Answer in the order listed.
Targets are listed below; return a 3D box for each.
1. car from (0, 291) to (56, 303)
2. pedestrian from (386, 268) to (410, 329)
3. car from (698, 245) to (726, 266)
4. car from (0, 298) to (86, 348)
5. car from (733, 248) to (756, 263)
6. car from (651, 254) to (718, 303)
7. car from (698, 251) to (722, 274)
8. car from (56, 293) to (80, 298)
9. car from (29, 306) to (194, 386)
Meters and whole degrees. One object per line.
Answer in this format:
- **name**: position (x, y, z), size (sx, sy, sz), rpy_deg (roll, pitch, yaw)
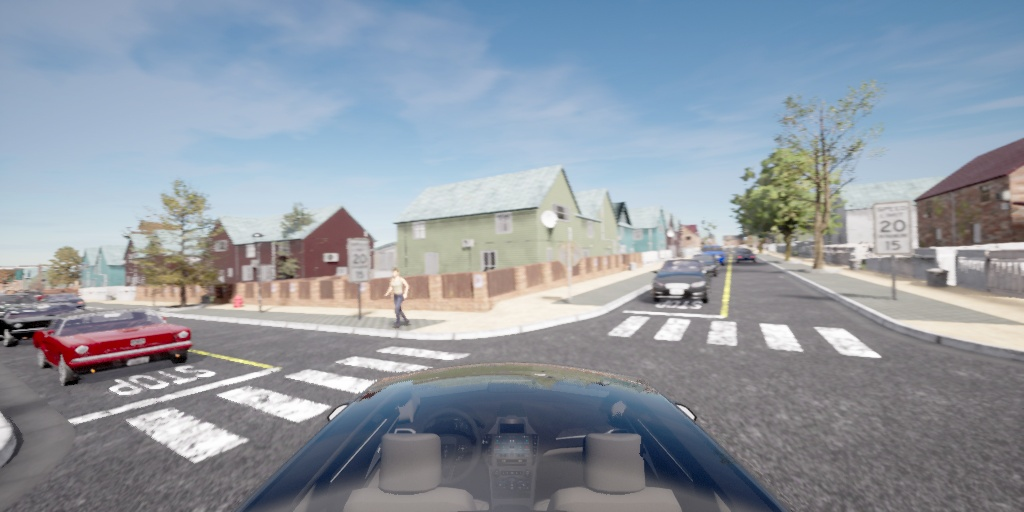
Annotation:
- **car**: position (-25.473, 2.714, 18.234), size (4.553, 1.767, 2.097), rpy_deg (-4, -2, 31)
- **pedestrian**: position (-3.407, 1.235, 10.767), size (0.375, 1.860, 0.375), rpy_deg (-2, 1, 31)
- **car**: position (19.963, -0.062, 35.765), size (2.150, 2.045, 5.566), rpy_deg (-2, 0, 32)
- **car**: position (-17.538, 2.456, 13.413), size (4.718, 1.301, 1.895), rpy_deg (-4, -2, 31)
- **car**: position (25.541, 0.025, 39.240), size (2.033, 1.411, 5.357), rpy_deg (-2, 1, 32)
- **car**: position (6.757, 0.882, 14.178), size (2.128, 1.511, 4.902), rpy_deg (-2, 1, 30)
- **car**: position (12.982, 0.598, 24.409), size (1.812, 1.442, 4.674), rpy_deg (-2, 0, 32)
- **car**: position (-33.182, 3.483, 26.358), size (5.357, 1.411, 2.033), rpy_deg (-4, -2, 31)
- **car**: position (-9.442, 1.939, 8.452), size (4.718, 1.301, 1.895), rpy_deg (-4, -2, 32)
